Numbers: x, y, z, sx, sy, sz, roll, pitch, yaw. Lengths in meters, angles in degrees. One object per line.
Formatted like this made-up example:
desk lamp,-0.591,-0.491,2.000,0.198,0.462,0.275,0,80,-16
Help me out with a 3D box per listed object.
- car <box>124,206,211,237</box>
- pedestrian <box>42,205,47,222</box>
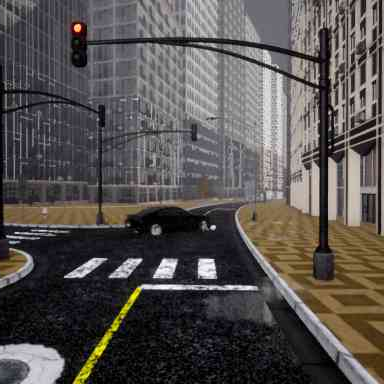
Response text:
car,-1.208,1.488,18.088,5.008,1.535,1.882,0,1,-37
pedestrian,-9.293,1.344,21.036,0.500,1.100,0.500,0,0,17
